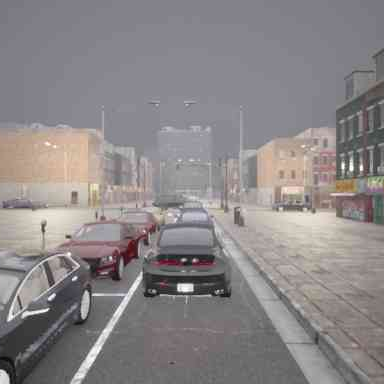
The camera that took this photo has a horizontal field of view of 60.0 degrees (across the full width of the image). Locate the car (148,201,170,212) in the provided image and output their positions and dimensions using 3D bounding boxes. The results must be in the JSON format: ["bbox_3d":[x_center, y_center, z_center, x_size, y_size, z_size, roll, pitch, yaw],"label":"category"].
[{"bbox_3d":[-2.606,1.540,20.726,1.752,1.417,4.829,0,0,0],"label":"car"}]

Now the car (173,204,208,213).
[{"bbox_3d":[0.114,1.535,16.004,1.812,1.442,4.674,0,0,0],"label":"car"}]

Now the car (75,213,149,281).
[{"bbox_3d":[-2.620,1.548,9.907,1.887,1.381,4.507,0,0,0],"label":"car"}]

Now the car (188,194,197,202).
[{"bbox_3d":[0.109,1.399,82.963,2.150,2.045,5.566,0,0,0],"label":"car"}]

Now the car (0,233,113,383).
[{"bbox_3d":[-2.627,1.552,4.413,2.008,1.369,4.403,0,0,0],"label":"car"}]

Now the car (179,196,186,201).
[{"bbox_3d":[-2.516,1.757,90.961,1.887,1.381,4.507,0,0,0],"label":"car"}]

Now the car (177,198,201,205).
[{"bbox_3d":[0.057,1.501,26.272,1.882,1.535,5.008,0,0,0],"label":"car"}]

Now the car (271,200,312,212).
[{"bbox_3d":[12.258,1.709,41.057,4.892,1.490,1.837,1,0,0],"label":"car"}]

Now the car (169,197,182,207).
[{"bbox_3d":[-2.565,1.606,52.683,1.752,1.417,4.829,0,0,0],"label":"car"}]

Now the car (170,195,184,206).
[{"bbox_3d":[-2.557,1.412,58.297,2.192,1.841,5.009,0,0,0],"label":"car"}]

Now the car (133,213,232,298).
[{"bbox_3d":[-0.066,1.508,8.518,1.837,1.490,4.892,0,0,1],"label":"car"}]

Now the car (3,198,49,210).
[{"bbox_3d":[-18.912,1.400,37.984,4.902,1.511,2.128,0,0,0],"label":"car"}]

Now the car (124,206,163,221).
[{"bbox_3d":[-2.613,1.553,15.402,1.887,1.381,4.507,0,0,0],"label":"car"}]

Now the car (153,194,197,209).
[{"bbox_3d":[-1.752,1.263,38.046,5.566,2.045,2.150,0,0,0],"label":"car"}]
